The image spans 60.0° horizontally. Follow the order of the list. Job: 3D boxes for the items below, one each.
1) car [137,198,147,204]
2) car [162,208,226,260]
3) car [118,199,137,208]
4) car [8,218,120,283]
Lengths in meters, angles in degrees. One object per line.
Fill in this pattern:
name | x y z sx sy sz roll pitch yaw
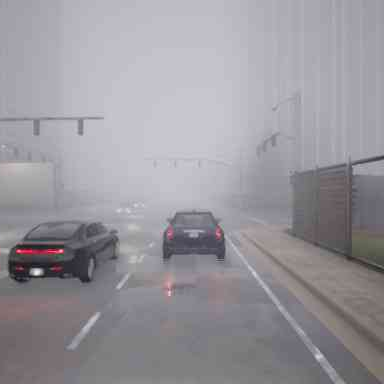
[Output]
car | -10.497 1.821 68.374 1.895 1.301 4.718 0 0 0
car | 0.075 1.402 12.810 2.097 1.767 4.553 0 0 0
car | -10.560 1.802 53.339 1.895 1.301 4.718 0 0 0
car | -3.439 1.542 9.806 1.837 1.490 4.892 0 0 0
